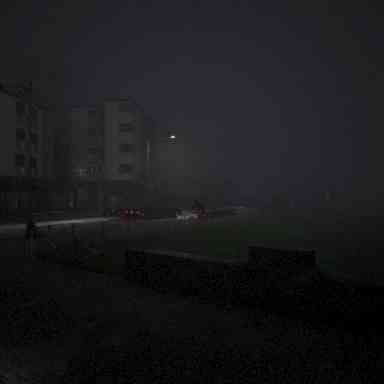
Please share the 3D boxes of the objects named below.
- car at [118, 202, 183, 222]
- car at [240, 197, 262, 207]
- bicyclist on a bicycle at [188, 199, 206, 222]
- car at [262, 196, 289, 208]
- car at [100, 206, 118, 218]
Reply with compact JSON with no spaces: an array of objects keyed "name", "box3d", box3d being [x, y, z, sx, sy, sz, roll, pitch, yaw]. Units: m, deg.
[{"name":"car","box3d":[-2.975,1.537,26.507,2.033,1.411,5.357,0,0,36]},{"name":"car","box3d":[9.229,1.536,50.648,2.033,1.411,5.357,0,0,36]},{"name":"bicyclist on a bicycle","box3d":[0.356,1.341,23.915,1.656,1.620,0.582,0,0,36]},{"name":"car","box3d":[12.457,1.342,48.147,2.097,1.767,4.553,0,0,36]},{"name":"car","box3d":[-5.836,1.588,29.696,1.895,1.301,4.718,0,0,36]}]
